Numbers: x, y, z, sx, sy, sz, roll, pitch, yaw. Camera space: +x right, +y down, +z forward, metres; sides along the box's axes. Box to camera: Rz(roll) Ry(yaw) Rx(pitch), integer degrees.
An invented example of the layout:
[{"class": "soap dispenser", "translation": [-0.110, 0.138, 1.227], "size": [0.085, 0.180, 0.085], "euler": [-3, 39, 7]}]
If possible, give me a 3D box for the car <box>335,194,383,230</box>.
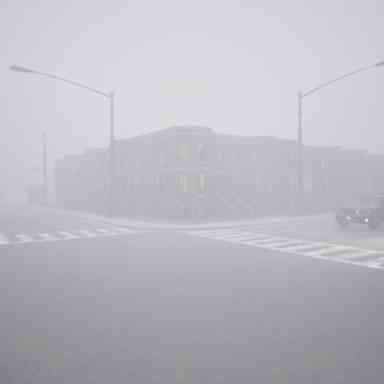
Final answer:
[{"class": "car", "translation": [11.252, 1.124, 20.567], "size": [5.566, 2.045, 2.150], "euler": [0, 0, -34]}]
